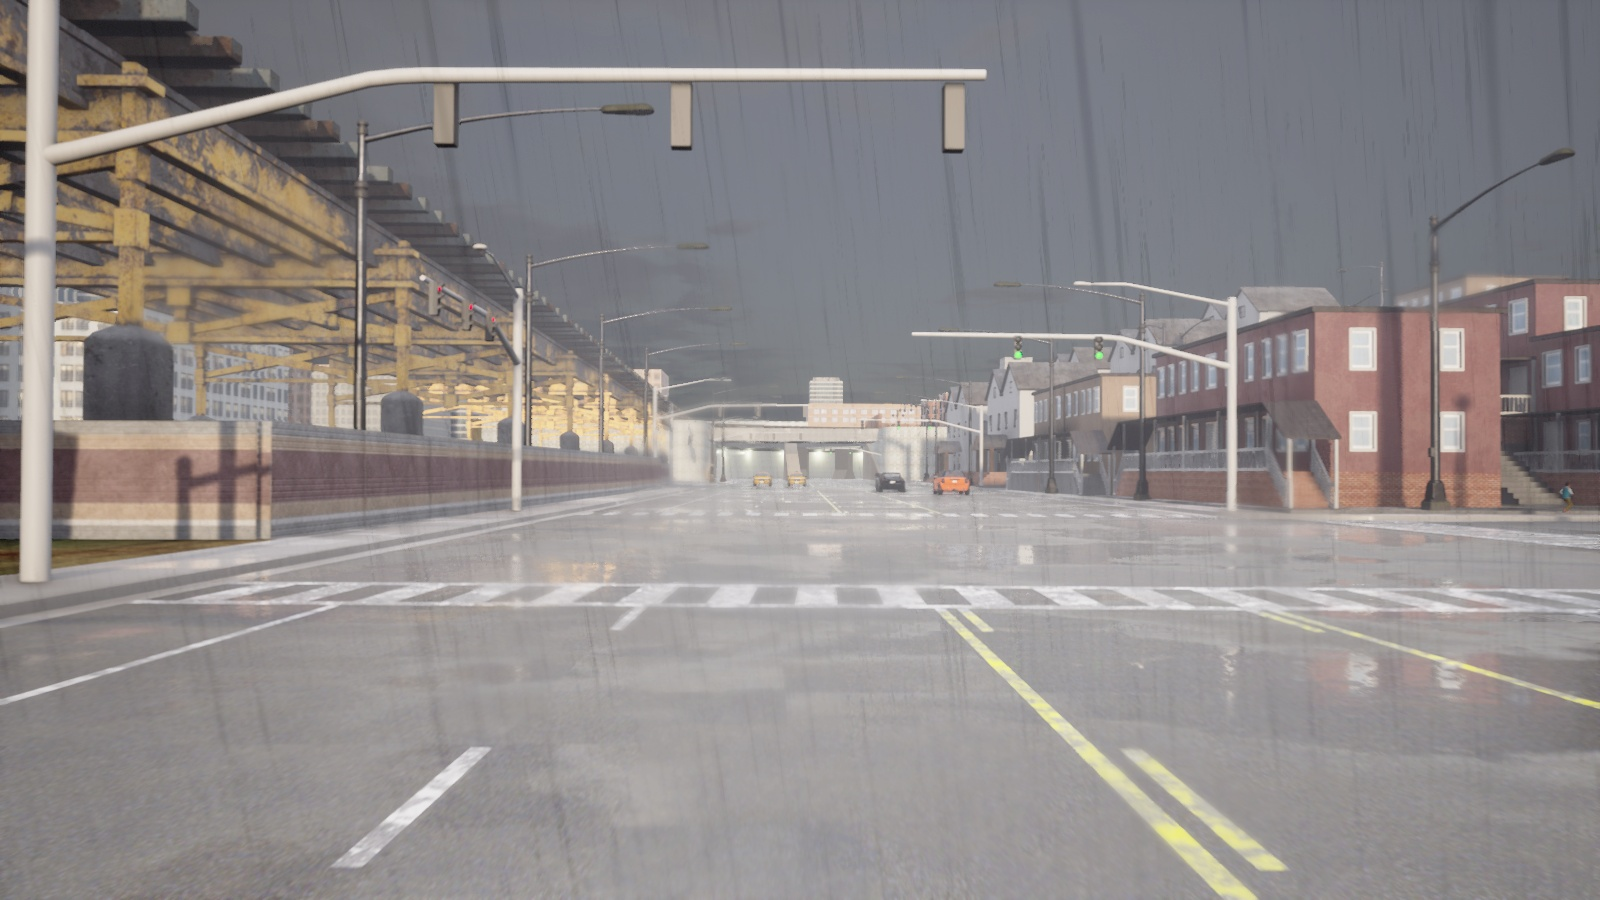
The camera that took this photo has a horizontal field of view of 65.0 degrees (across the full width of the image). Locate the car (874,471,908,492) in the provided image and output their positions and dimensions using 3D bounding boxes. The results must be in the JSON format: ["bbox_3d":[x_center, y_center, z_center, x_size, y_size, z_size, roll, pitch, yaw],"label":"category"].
[{"bbox_3d":[6.789,2.366,94.301,2.163,1.488,4.792,0,-1,0],"label":"car"}]

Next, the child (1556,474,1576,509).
[{"bbox_3d":[26.484,1.430,43.415,0.448,1.192,0.343,0,-1,-5],"label":"child"}]

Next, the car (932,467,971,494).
[{"bbox_3d":[10.308,2.070,85.899,2.097,1.767,4.553,0,-1,0],"label":"car"}]
